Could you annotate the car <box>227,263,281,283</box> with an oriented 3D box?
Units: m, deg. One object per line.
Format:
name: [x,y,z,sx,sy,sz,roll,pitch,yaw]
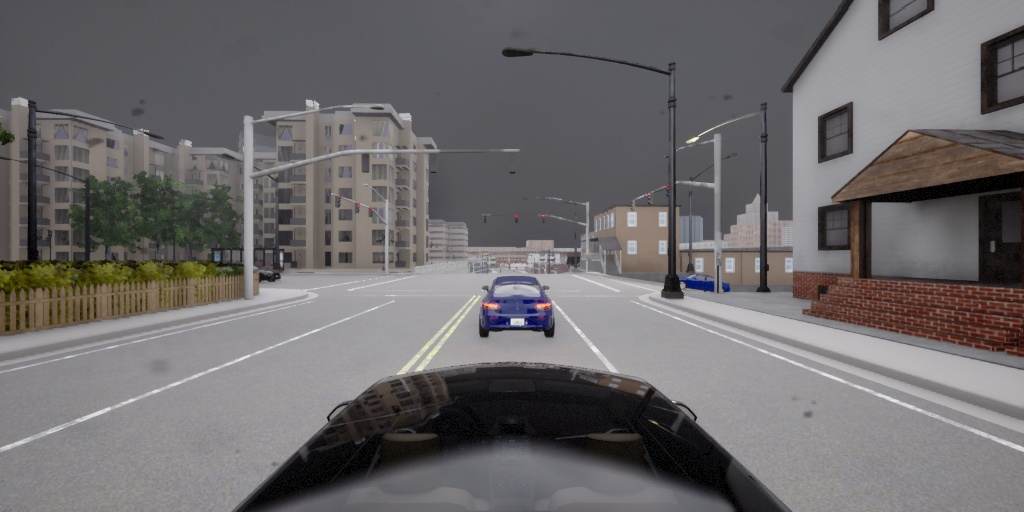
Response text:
car: [-19.880,1.255,26.647,4.892,1.490,1.837,0,0,1]

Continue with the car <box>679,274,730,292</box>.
car: [15.384,2.209,29.825,5.008,1.535,1.882,9,0,1]

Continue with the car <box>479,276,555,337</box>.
car: [0.112,1.276,10.145,1.812,1.442,4.674,0,0,0]
